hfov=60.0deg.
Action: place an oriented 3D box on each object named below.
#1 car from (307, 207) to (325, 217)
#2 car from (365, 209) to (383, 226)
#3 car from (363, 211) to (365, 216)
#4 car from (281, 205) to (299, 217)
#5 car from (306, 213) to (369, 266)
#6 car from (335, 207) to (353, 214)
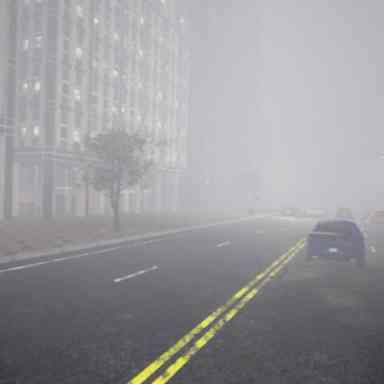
[{"bbox_3d":[16.287,2.704,43.717,1.895,1.301,4.718,2,-1,26],"label":"car"},{"bbox_3d":[18.342,2.504,32.475,1.882,1.535,5.008,2,-1,25],"label":"car"},{"bbox_3d":[22.177,2.825,40.792,1.994,1.385,4.181,2,-1,26],"label":"car"},{"bbox_3d":[13.421,2.519,45.250,2.128,1.511,4.902,2,-1,26],"label":"car"},{"bbox_3d":[5.760,1.841,13.295,1.882,1.535,5.008,2,-1,25],"label":"car"},{"bbox_3d":[18.594,2.617,40.633,1.882,1.535,5.008,2,-1,25],"label":"car"}]
